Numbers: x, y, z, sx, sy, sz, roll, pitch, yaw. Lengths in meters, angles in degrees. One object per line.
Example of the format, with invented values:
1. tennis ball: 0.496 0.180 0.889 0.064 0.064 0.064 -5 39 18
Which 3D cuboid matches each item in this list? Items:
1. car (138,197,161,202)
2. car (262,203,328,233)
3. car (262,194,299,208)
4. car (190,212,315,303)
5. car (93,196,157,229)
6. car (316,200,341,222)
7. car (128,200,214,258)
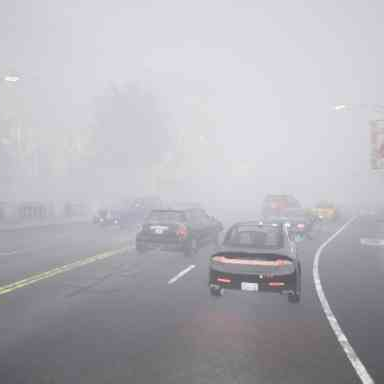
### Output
1. car: -0.902 1.349 20.361 2.097 1.767 4.553 0 0 30
2. car: 5.531 1.542 17.286 2.033 1.411 5.357 0 0 29
3. car: 7.606 1.208 27.961 2.150 2.045 5.566 0 -1 30
4. car: 1.680 1.489 8.327 2.128 1.511 4.902 0 0 15
5. car: -3.954 1.311 22.076 2.150 2.045 5.566 0 0 30
6. car: 10.542 1.448 26.247 1.801 1.575 5.366 0 0 30
7. car: -0.290 1.348 13.136 2.097 1.767 4.553 0 0 22
